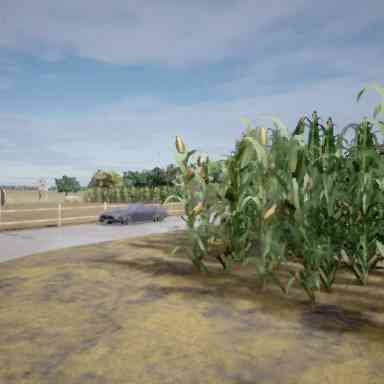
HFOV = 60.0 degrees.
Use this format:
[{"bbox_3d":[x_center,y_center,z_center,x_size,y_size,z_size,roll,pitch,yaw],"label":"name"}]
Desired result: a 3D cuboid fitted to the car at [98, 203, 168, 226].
[{"bbox_3d":[-3.928,1.496,23.264,2.033,1.411,5.357,1,0,35],"label":"car"}]
